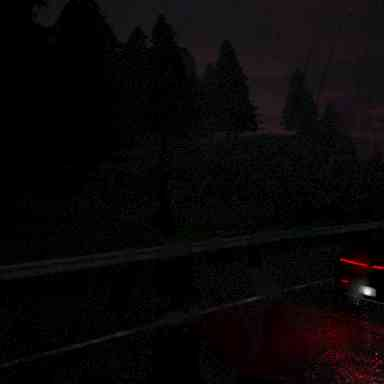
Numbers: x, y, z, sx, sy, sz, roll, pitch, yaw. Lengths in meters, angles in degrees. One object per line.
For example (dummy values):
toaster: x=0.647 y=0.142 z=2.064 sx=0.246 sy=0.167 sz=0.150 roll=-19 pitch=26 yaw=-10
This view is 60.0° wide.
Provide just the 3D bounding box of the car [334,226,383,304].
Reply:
car: x=5.034 y=1.437 z=7.086 sx=4.892 sy=1.490 sz=1.837 roll=-1 pitch=0 yaw=-34
